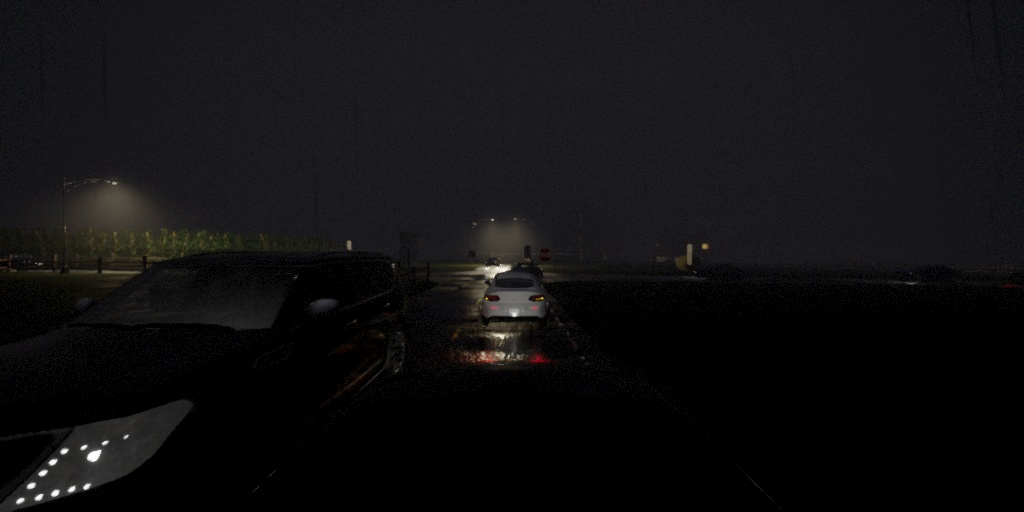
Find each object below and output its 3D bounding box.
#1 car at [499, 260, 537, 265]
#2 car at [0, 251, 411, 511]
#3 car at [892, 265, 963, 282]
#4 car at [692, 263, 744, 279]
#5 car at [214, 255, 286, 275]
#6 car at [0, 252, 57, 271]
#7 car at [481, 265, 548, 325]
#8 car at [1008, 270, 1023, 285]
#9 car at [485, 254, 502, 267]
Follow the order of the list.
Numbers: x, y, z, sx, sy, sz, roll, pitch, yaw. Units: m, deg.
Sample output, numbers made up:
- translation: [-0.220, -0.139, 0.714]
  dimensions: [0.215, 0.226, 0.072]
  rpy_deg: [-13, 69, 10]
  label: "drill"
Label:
- translation: [0.950, 1.133, 24.393]
  dimensions: [2.033, 1.411, 5.357]
  rpy_deg: [0, 0, 13]
  label: "car"
- translation: [-2.845, 0.955, 4.140]
  dimensions: [2.150, 2.045, 5.566]
  rpy_deg: [0, 0, 0]
  label: "car"
- translation: [37.948, 1.542, 32.839]
  dimensions: [5.008, 1.535, 1.882]
  rpy_deg: [1, 1, 1]
  label: "car"
- translation: [19.025, 1.339, 33.183]
  dimensions: [4.181, 1.385, 1.994]
  rpy_deg: [1, 1, 1]
  label: "car"
- translation: [-22.557, 0.751, 30.947]
  dimensions: [4.892, 1.490, 1.837]
  rpy_deg: [1, 1, 1]
  label: "car"
- translation: [-43.563, 0.439, 31.336]
  dimensions: [4.902, 1.511, 2.128]
  rpy_deg: [1, 1, 1]
  label: "car"
- translation: [0.078, 1.202, 11.365]
  dimensions: [1.812, 1.442, 4.674]
  rpy_deg: [0, 1, 0]
  label: "car"
- translation: [44.513, 1.757, 29.855]
  dimensions: [4.674, 1.442, 1.812]
  rpy_deg: [1, 1, 1]
  label: "car"
- translation: [-2.814, 0.870, 52.301]
  dimensions: [1.837, 1.490, 4.892]
  rpy_deg: [0, 0, 0]
  label: "car"
